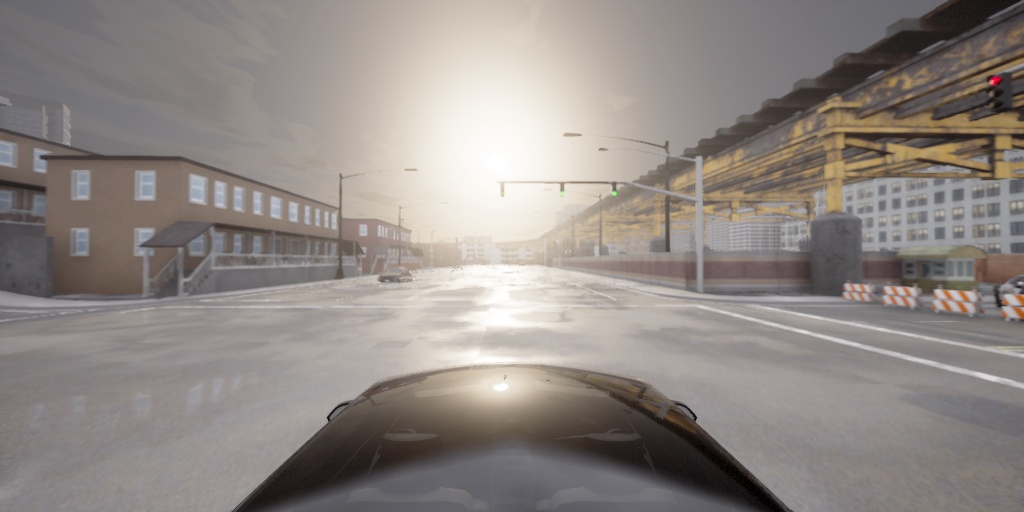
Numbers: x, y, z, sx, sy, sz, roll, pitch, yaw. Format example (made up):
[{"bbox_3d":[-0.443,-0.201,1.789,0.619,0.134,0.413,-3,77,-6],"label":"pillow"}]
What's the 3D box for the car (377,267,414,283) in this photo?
[{"bbox_3d":[-10.492,1.735,32.799,2.033,1.411,5.357,0,0,0],"label":"car"}]
